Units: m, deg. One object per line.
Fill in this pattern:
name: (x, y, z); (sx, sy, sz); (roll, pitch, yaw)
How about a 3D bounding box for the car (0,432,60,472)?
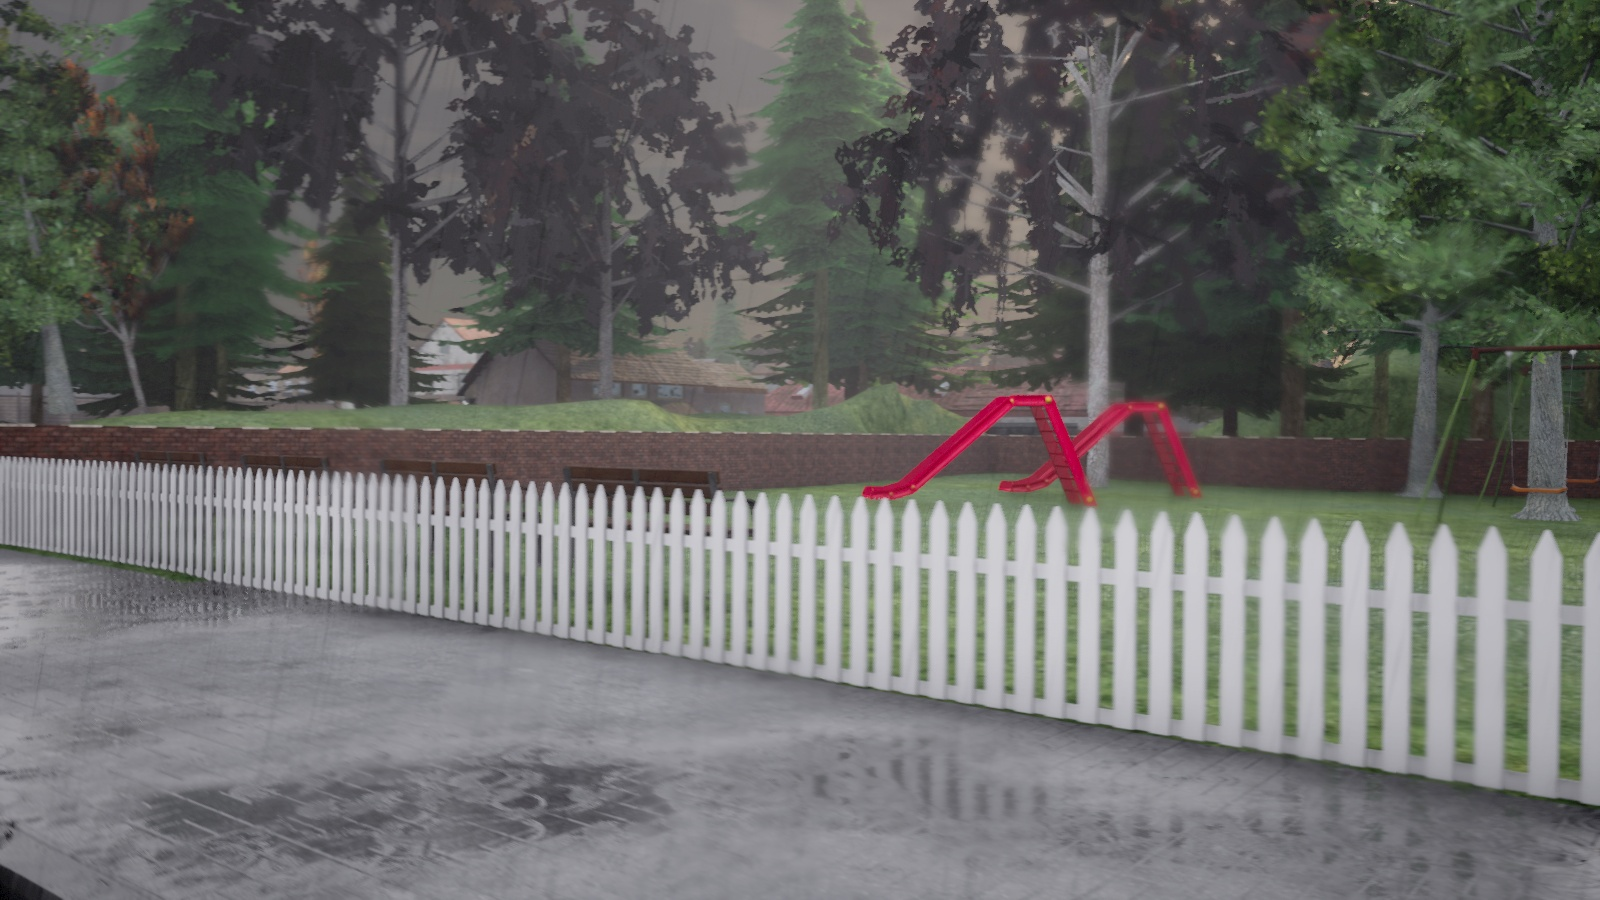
car: (-38.647, 0.093, 60.633); (1.932, 1.855, 4.605); (0, 1, 38)
